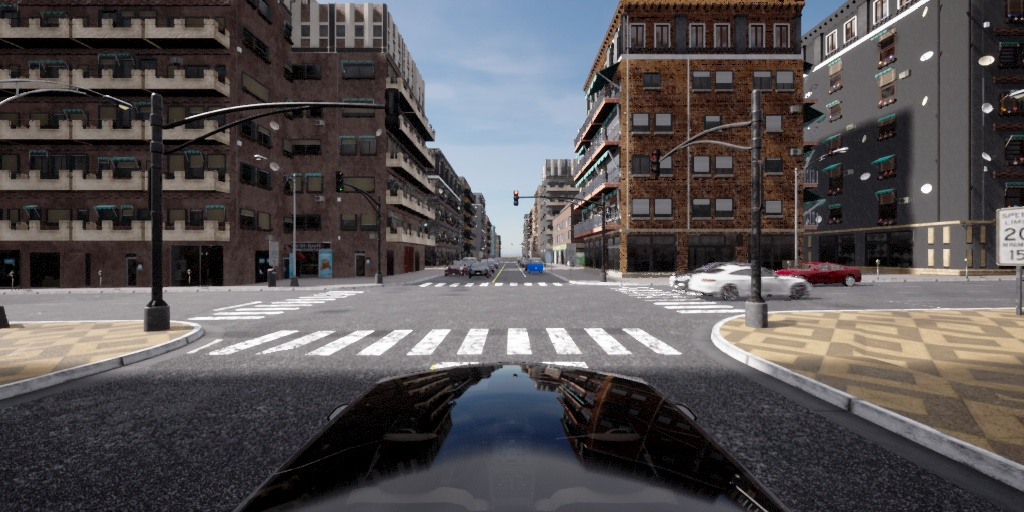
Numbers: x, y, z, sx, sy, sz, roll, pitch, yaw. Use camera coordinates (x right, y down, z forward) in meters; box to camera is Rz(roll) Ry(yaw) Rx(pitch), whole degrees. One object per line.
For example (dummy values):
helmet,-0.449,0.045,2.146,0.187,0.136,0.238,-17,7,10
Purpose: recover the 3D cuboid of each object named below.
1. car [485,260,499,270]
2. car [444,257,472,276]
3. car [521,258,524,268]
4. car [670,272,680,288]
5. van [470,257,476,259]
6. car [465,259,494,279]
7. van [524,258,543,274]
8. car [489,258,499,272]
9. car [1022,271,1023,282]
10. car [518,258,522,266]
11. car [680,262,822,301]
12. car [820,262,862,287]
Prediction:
car,-2.958,1.337,53.364,1.895,1.301,4.718,0,0,0
car,-5.525,1.182,35.882,1.967,1.591,4.097,0,0,0
car,2.552,1.283,47.065,1.888,1.381,4.507,0,0,0
car,10.760,1.074,18.489,4.902,1.511,2.128,-1,0,3
van,-5.517,1.079,47.046,1.690,1.789,3.998,0,0,0
car,-2.921,1.248,33.172,1.837,1.490,4.892,0,0,0
van,2.602,1.081,40.861,1.690,1.789,3.998,0,0,0
car,-2.951,1.287,43.073,2.033,1.411,5.357,0,0,-1
car,29.623,0.871,18.379,5.357,1.411,2.033,-1,0,0
car,2.434,1.300,58.227,1.948,1.339,4.313,0,0,0
car,10.151,1.118,15.479,4.674,1.442,1.812,-1,0,0
car,17.555,1.033,20.814,4.507,1.381,1.888,0,0,0
